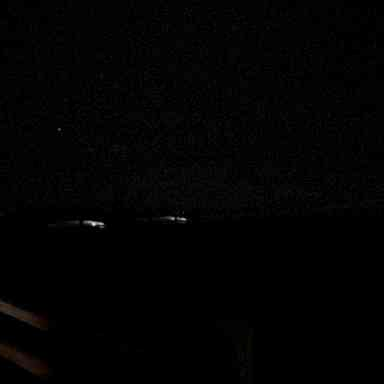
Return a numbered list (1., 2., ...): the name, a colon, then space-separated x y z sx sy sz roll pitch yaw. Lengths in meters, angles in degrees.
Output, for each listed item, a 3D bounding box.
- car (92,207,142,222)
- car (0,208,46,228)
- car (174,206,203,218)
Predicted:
1. car: -7.568 2.256 34.297 2.033 1.411 5.357 3 0 36
2. car: -13.600 1.950 25.873 1.994 1.385 4.181 3 0 36
3. car: -0.423 2.583 44.223 1.837 1.490 4.892 3 0 36
